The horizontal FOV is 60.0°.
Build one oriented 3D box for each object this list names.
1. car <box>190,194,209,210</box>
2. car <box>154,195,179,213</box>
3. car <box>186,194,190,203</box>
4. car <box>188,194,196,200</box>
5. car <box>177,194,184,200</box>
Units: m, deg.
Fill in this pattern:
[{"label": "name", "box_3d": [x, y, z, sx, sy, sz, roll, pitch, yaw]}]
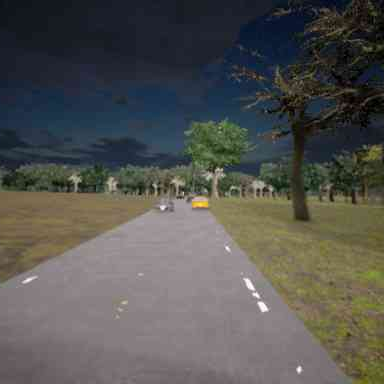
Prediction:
[{"label": "car", "box_3d": [0.962, 1.281, 39.370, 1.882, 1.535, 5.008, 0, 0, 0]}, {"label": "car", "box_3d": [-2.842, 1.329, 34.775, 2.128, 1.511, 4.902, 0, 0, 0]}, {"label": "car", "box_3d": [-0.001, 1.153, 57.906, 1.837, 1.490, 4.892, 0, 0, 0]}, {"label": "car", "box_3d": [-0.001, 1.019, 73.309, 1.895, 1.301, 4.718, 0, 0, 0]}, {"label": "car", "box_3d": [-2.752, 1.102, 76.100, 1.895, 1.301, 4.718, 0, 0, 0]}]
